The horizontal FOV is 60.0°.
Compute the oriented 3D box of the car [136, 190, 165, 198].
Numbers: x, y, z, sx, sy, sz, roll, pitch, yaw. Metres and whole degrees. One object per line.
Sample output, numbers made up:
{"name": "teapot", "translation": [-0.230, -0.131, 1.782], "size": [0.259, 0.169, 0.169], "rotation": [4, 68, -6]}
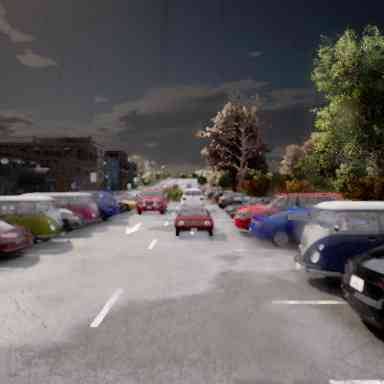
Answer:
{"name": "car", "translation": [-8.119, 0.407, 65.094], "size": [5.366, 1.575, 1.946], "rotation": [0, 1, 0]}

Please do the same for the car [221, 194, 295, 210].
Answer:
{"name": "car", "translation": [4.916, 1.145, 25.039], "size": [4.892, 1.521, 2.231], "rotation": [0, 1, 0]}

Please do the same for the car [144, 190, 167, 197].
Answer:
{"name": "car", "translation": [-7.986, 0.240, 73.443], "size": [4.792, 1.488, 2.163], "rotation": [0, 1, 0]}

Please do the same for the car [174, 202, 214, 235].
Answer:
{"name": "car", "translation": [0.097, 1.427, 17.636], "size": [1.895, 1.301, 4.718], "rotation": [0, 1, 0]}

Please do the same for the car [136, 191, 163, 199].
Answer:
{"name": "car", "translation": [-7.911, 0.513, 62.455], "size": [4.674, 1.452, 2.002], "rotation": [1, 1, 0]}

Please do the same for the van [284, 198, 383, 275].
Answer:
{"name": "van", "translation": [4.787, 1.218, 8.079], "size": [4.442, 1.987, 1.878], "rotation": [0, 0, 0]}

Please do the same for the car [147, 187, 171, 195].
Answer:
{"name": "car", "translation": [-8.008, -0.240, 81.783], "size": [5.566, 2.045, 2.435], "rotation": [0, 1, 0]}

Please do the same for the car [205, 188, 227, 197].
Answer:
{"name": "car", "translation": [5.162, 0.148, 70.819], "size": [4.553, 1.767, 2.185], "rotation": [0, 1, 0]}

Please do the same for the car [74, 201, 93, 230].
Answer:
{"name": "car", "translation": [-7.665, 1.371, 16.522], "size": [4.674, 1.452, 2.002], "rotation": [0, 1, 0]}

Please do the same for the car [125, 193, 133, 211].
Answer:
{"name": "car", "translation": [-7.674, 1.083, 27.821], "size": [5.008, 1.535, 2.097], "rotation": [0, 1, 0]}

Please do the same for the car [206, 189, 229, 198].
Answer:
{"name": "car", "translation": [5.170, 0.214, 68.035], "size": [4.553, 1.767, 2.185], "rotation": [0, 1, 0]}

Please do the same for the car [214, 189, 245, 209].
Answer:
{"name": "car", "translation": [4.878, 0.832, 33.506], "size": [4.553, 1.767, 2.185], "rotation": [0, 1, 0]}

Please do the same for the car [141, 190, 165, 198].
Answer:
{"name": "car", "translation": [-7.912, 0.373, 67.878], "size": [4.792, 1.488, 2.163], "rotation": [0, 1, 0]}

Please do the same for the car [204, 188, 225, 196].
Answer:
{"name": "car", "translation": [5.084, 0.018, 76.262], "size": [4.553, 1.767, 2.185], "rotation": [0, 1, 0]}

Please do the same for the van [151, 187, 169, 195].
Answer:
{"name": "van", "translation": [-8.104, -0.281, 84.566], "size": [4.442, 1.987, 1.878], "rotation": [0, 1, 0]}

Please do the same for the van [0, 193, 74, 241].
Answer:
{"name": "van", "translation": [-7.551, 1.161, 13.812], "size": [4.442, 1.987, 1.878], "rotation": [0, 1, 0]}

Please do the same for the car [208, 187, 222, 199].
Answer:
{"name": "car", "translation": [5.123, 0.350, 62.341], "size": [4.553, 1.767, 2.185], "rotation": [0, 1, 0]}

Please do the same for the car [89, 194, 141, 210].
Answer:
{"name": "car", "translation": [-7.667, 0.999, 33.472], "size": [4.674, 1.452, 2.002], "rotation": [0, 1, 0]}

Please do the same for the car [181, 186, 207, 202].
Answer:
{"name": "car", "translation": [0.097, 0.726, 32.285], "size": [2.150, 2.045, 5.566], "rotation": [0, 1, 0]}

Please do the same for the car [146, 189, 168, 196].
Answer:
{"name": "car", "translation": [-7.971, 0.145, 76.225], "size": [4.892, 1.521, 2.231], "rotation": [0, 1, 0]}

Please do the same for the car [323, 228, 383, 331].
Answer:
{"name": "car", "translation": [4.937, 1.486, 5.253], "size": [4.792, 1.488, 2.163], "rotation": [0, 0, 0]}

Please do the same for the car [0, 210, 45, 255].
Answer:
{"name": "car", "translation": [-7.664, 1.468, 10.858], "size": [4.674, 1.452, 2.002], "rotation": [0, 0, 0]}

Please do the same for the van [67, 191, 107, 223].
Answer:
{"name": "van", "translation": [-7.551, 1.043, 19.341], "size": [4.442, 1.987, 1.878], "rotation": [0, 1, 0]}

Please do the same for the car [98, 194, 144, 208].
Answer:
{"name": "car", "translation": [-7.668, 0.937, 36.297], "size": [4.674, 1.452, 2.002], "rotation": [0, 1, 0]}

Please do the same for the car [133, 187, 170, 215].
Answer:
{"name": "car", "translation": [-3.306, 0.809, 28.618], "size": [2.150, 2.045, 5.566], "rotation": [0, 1, 0]}

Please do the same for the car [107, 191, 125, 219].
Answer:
{"name": "car", "translation": [-7.697, 0.956, 22.166], "size": [5.566, 2.045, 2.435], "rotation": [0, 1, 0]}

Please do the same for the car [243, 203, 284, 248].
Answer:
{"name": "car", "translation": [4.902, 1.386, 13.860], "size": [5.008, 1.535, 2.097], "rotation": [0, 1, 0]}

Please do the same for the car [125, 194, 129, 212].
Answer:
{"name": "car", "translation": [-7.663, 1.145, 24.996], "size": [5.008, 1.535, 2.097], "rotation": [0, 1, 0]}

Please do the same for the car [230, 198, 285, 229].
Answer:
{"name": "car", "translation": [4.879, 1.295, 19.518], "size": [4.792, 1.488, 2.163], "rotation": [0, 1, 0]}

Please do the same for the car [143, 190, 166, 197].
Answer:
{"name": "car", "translation": [-7.946, 0.317, 70.661], "size": [4.674, 1.452, 2.002], "rotation": [0, 1, 0]}

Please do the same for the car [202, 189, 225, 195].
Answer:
{"name": "car", "translation": [5.285, 0.004, 81.958], "size": [5.366, 1.575, 1.946], "rotation": [0, 1, 0]}

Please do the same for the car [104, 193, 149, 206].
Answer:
{"name": "car", "translation": [-7.641, 0.864, 39.123], "size": [4.792, 1.488, 2.163], "rotation": [0, 1, 0]}

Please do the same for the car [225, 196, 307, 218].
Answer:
{"name": "car", "translation": [4.879, 1.233, 22.341], "size": [4.792, 1.488, 2.163], "rotation": [0, 1, 0]}
